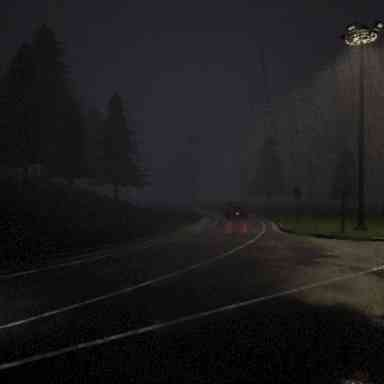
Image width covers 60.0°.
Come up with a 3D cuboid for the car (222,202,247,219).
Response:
[{"bbox_3d":[3.874,1.635,30.515,1.812,1.442,4.674,0,0,0],"label":"car"}]
